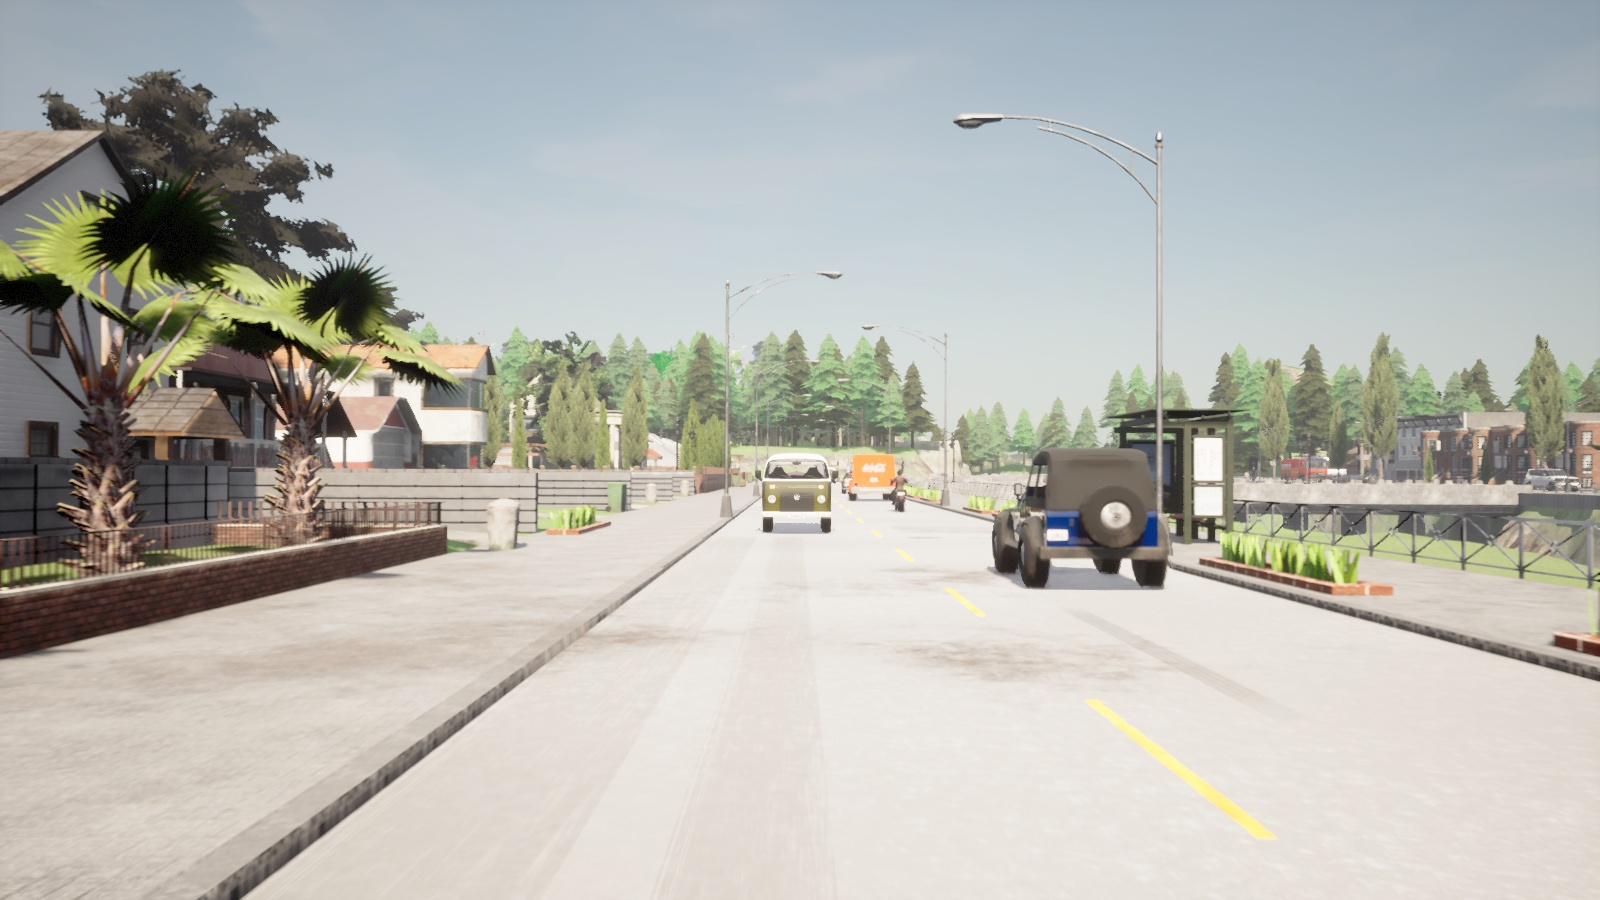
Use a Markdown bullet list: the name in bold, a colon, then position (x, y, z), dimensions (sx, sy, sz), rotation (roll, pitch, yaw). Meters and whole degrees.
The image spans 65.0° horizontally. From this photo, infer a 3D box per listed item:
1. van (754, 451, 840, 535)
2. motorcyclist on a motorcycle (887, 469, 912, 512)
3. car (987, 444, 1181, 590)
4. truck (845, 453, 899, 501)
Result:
- **van**: position (-0.078, 1.087, 32.748), dimensions (2.069, 2.038, 4.480), rotation (0, -1, 0)
- **motorcyclist on a motorcycle**: position (3.884, 1.575, 49.294), dimensions (0.766, 1.649, 2.350), rotation (0, -1, 0)
- **car**: position (3.957, 0.899, 18.176), dimensions (1.905, 1.878, 3.866), rotation (0, -1, 0)
- **truck**: position (3.839, 1.448, 67.805), dimensions (2.627, 2.467, 5.204), rotation (0, -1, 0)
